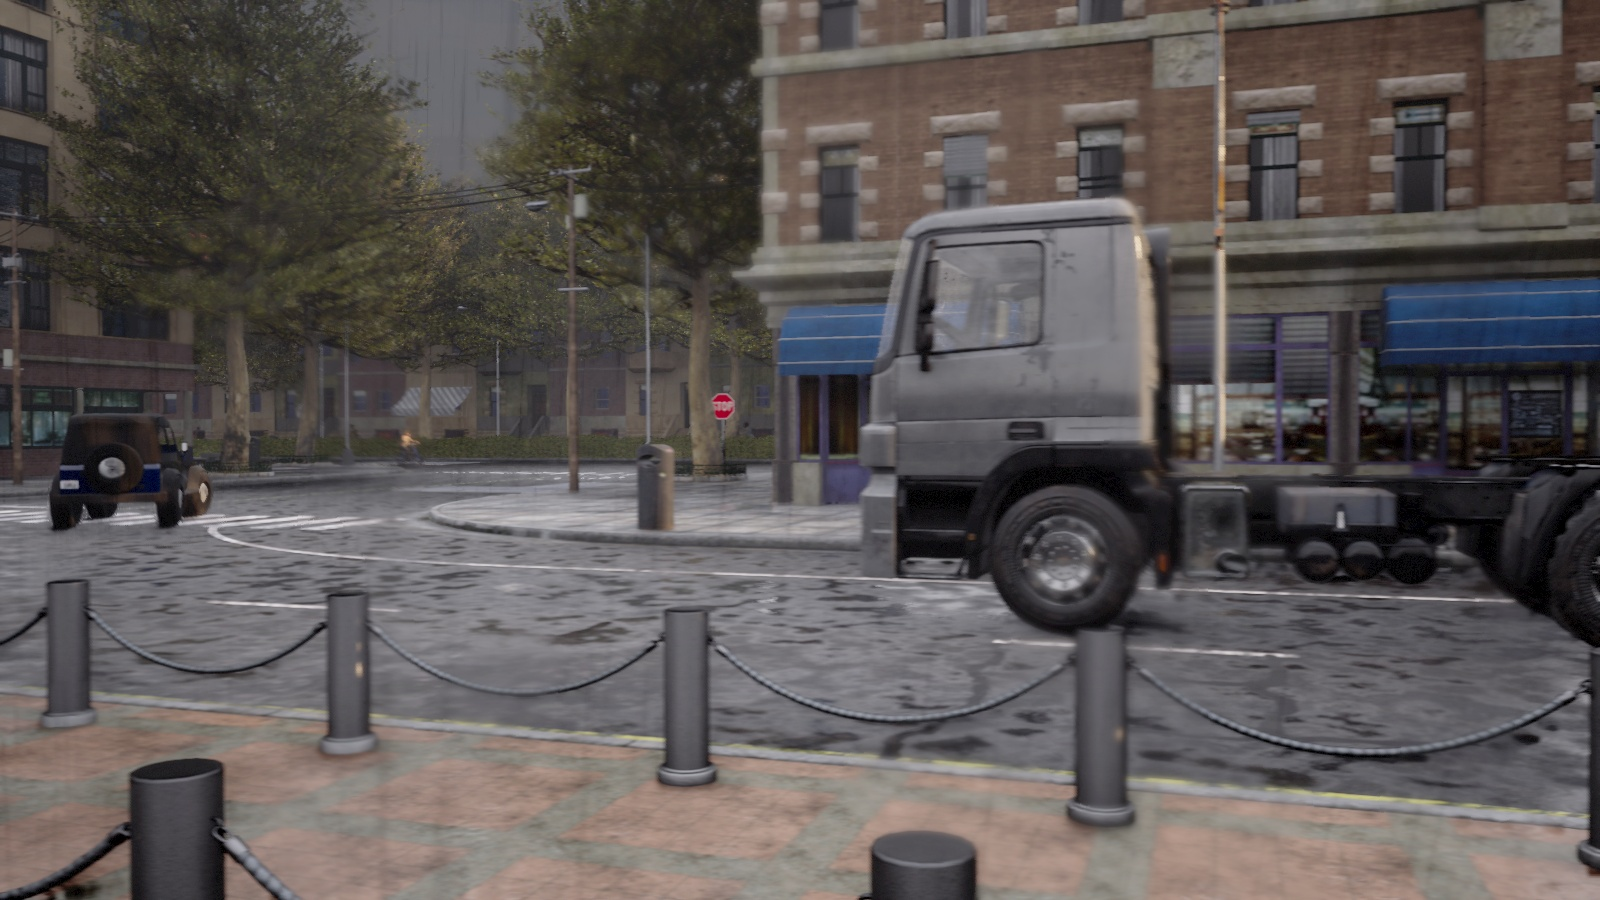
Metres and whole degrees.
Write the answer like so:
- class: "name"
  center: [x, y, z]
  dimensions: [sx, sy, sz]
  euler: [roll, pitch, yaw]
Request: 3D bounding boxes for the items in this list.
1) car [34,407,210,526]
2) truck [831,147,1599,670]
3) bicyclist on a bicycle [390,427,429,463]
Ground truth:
- class: "car"
  center: [-11.736, 0.226, 22.022]
  dimensions: [1.905, 1.878, 3.866]
  euler: [0, 1, -16]
- class: "truck"
  center: [4.474, -0.301, 10.113]
  dimensions: [7.936, 3.462, 2.891]
  euler: [1, 1, 19]
- class: "bicyclist on a bicycle"
  center: [-17.895, -0.226, 57.594]
  dimensions: [1.509, 1.612, 0.866]
  euler: [1, 2, 23]
